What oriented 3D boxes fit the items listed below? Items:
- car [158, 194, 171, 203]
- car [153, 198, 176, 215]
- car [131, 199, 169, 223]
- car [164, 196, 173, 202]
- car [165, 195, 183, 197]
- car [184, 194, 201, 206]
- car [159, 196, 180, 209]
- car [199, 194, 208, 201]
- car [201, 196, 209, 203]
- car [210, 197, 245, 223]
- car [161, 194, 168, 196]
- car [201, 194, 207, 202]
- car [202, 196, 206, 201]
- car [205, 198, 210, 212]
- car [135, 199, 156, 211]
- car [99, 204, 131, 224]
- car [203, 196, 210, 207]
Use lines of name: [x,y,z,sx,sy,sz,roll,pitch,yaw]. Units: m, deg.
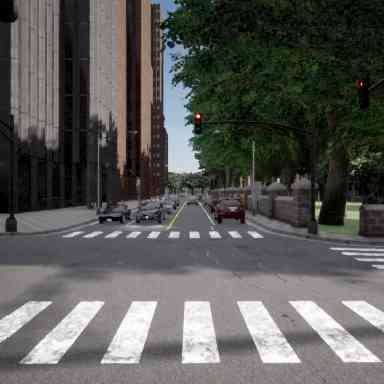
car: [-5.678,1.375,68.881,2.192,1.841,5.009,0,0,0]
car: [-3.056,1.622,34.751,1.895,1.301,4.718,0,0,0]
car: [-3.075,1.516,25.496,1.837,1.490,4.892,0,0,1]
car: [-5.665,1.621,79.795,1.887,1.381,4.507,0,0,0]
car: [-2.988,1.591,54.096,2.033,1.411,5.357,0,0,0]
car: [0.157,1.593,57.361,2.033,1.411,5.357,0,0,2]
car: [-3.038,1.596,43.952,1.994,1.385,4.181,0,0,0]
car: [2.866,1.400,85.245,2.192,1.841,5.009,0,0,0]
car: [2.854,1.593,74.501,1.752,1.417,4.829,0,0,0]
car: [2.794,1.326,25.223,2.192,1.841,5.009,0,0,0]
car: [-5.685,1.636,63.423,1.802,1.307,4.206,0,0,0]
car: [2.827,1.481,52.505,1.967,1.590,4.097,0,0,0]
car: [2.820,1.586,47.049,2.008,1.369,4.403,0,0,0]
car: [2.807,1.588,36.136,1.947,1.339,4.313,0,0,0]
car: [-5.711,1.580,41.595,2.008,1.369,4.403,0,0,0]
car: [-5.731,1.577,25.224,1.947,1.339,4.313,0,0,0]
car: [2.814,1.580,41.592,2.008,1.369,4.403,0,0,0]
